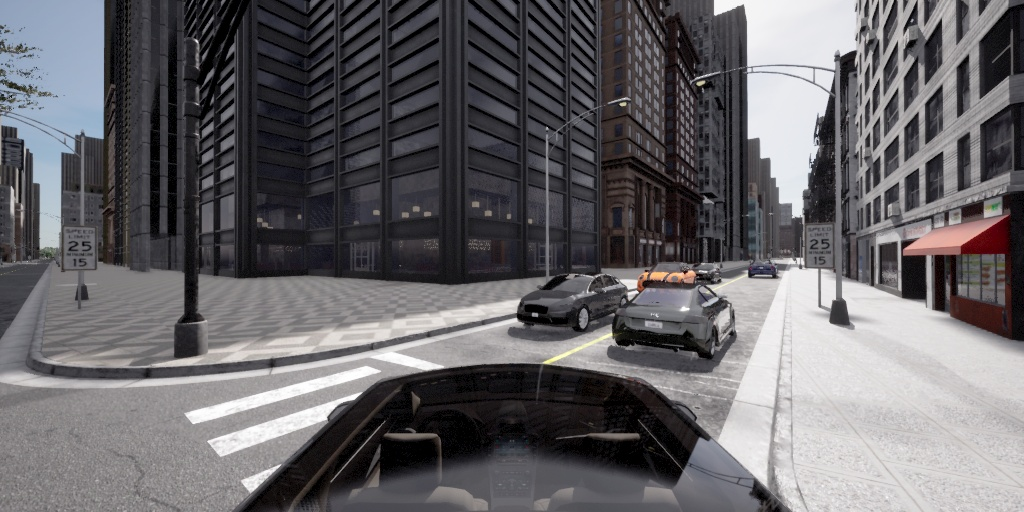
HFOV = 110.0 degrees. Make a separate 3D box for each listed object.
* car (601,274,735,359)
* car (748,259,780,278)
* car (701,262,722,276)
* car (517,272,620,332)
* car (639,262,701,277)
[{"bbox_3d":[4.006,1.312,8.606,1.994,1.385,4.181,0,0,38],"label":"car"},{"bbox_3d":[23.601,1.084,33.697,2.097,1.767,4.553,0,0,38],"label":"car"},{"bbox_3d":[14.695,1.259,27.379,1.837,1.490,4.892,0,0,38],"label":"car"},{"bbox_3d":[2.084,1.268,11.185,1.837,1.490,4.892,0,0,38],"label":"car"},{"bbox_3d":[8.398,1.111,19.302,2.097,1.767,4.553,0,0,38],"label":"car"}]
